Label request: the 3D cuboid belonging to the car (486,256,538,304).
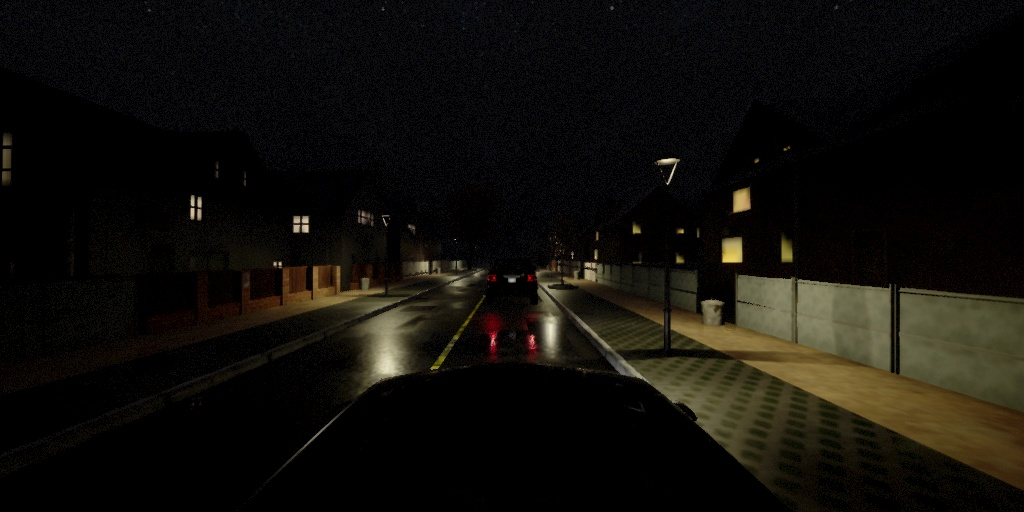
[{"bbox_3d":[0.000,1.031,16.530,2.150,2.045,5.566,0,0,0],"label":"car"}]
